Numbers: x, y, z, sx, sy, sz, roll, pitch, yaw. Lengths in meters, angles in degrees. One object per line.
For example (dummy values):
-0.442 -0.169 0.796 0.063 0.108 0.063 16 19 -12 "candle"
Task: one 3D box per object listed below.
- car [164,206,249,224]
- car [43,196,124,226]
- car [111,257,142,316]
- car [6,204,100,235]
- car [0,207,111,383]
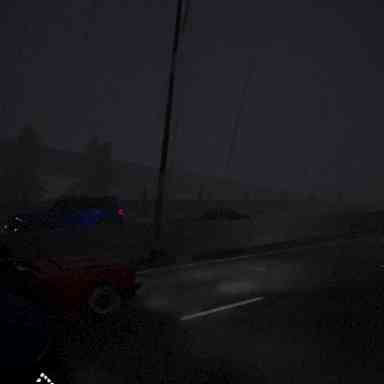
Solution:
0.843 1.495 17.492 5.008 1.535 1.882 0 0 -35 "car"
-6.193 1.227 16.772 5.566 2.045 2.150 0 0 -36 "car"
-3.301 1.601 5.690 4.718 1.301 1.895 0 0 -36 "car"
-8.134 1.511 19.686 4.892 1.490 1.837 0 0 -36 "car"
-3.408 1.218 1.315 5.566 2.045 2.150 0 0 -36 "car"
